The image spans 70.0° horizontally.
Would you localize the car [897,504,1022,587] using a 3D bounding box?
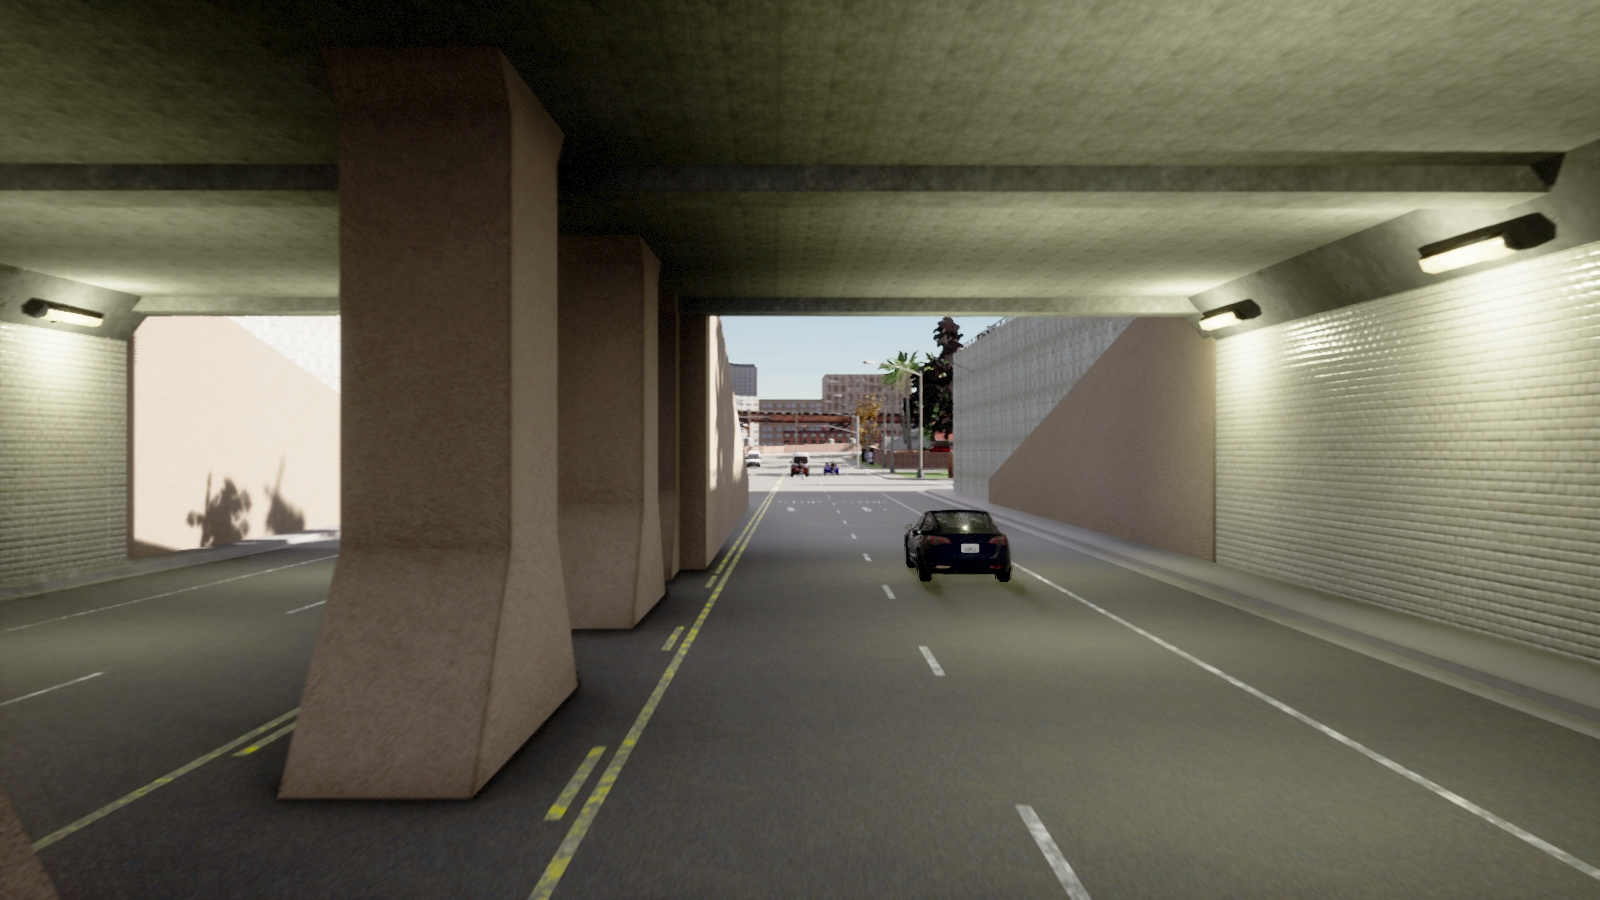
[{"bbox_3d":[3.463,2.063,25.750,2.163,1.488,4.792,0,0,0],"label":"car"}]
